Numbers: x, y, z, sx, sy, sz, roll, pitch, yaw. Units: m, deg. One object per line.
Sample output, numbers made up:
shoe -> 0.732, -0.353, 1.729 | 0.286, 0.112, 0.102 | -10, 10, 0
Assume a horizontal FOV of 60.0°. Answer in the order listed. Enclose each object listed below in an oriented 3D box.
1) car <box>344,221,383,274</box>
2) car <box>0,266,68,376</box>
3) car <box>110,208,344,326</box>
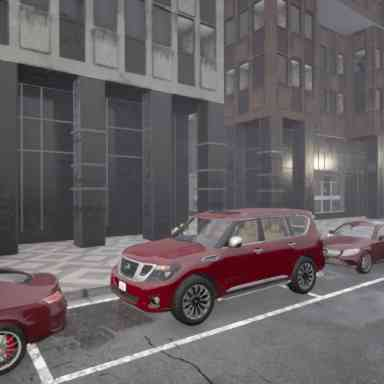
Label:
car -> 5.405, 1.581, 10.485 | 4.206, 1.307, 1.802 | 0, 0, -35
car -> -3.729, 1.582, 3.995 | 4.206, 1.307, 1.802 | 0, 0, -35
car -> 0.838, 1.314, 7.241 | 5.009, 1.841, 2.192 | 0, 0, -35
